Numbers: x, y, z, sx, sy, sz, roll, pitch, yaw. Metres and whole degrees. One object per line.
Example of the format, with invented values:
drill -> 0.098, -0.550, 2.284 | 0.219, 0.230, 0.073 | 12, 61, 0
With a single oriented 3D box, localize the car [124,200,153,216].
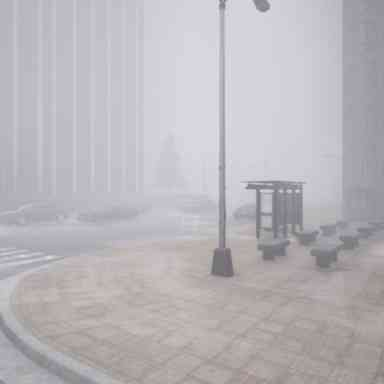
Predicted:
car -> -5.807, 1.551, 31.441 | 2.128, 1.511, 4.902 | 0, 0, 36

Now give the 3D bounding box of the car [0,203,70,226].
car -> -11.209, 1.564, 23.960 | 1.837, 1.490, 4.892 | 0, 0, 36

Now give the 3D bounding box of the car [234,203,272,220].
car -> 5.291, 1.621, 28.534 | 1.994, 1.385, 4.181 | 0, 0, 36

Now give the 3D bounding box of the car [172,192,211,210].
car -> 0.406, 1.281, 40.008 | 2.150, 2.045, 5.566 | 0, 0, 37

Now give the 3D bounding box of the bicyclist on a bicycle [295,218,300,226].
bicyclist on a bicycle -> 6.209, 1.357, 21.642 | 1.656, 1.620, 0.582 | 0, 0, 36

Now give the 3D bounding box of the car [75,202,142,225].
car -> -6.255, 1.660, 24.841 | 1.895, 1.301, 4.718 | 0, 0, 36

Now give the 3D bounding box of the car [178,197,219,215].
car -> 1.027, 1.562, 34.909 | 1.837, 1.490, 4.892 | 0, 0, 36
